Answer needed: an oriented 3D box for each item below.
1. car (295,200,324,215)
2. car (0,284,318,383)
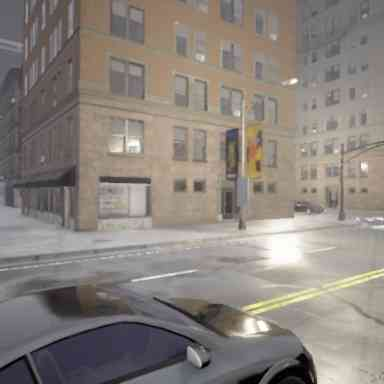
[{"bbox_3d":[12.055,1.662,36.463,1.837,1.490,4.892,1,0,-36],"label":"car"},{"bbox_3d":[-0.782,1.570,2.880,4.181,1.385,1.994,0,0,-36],"label":"car"}]
